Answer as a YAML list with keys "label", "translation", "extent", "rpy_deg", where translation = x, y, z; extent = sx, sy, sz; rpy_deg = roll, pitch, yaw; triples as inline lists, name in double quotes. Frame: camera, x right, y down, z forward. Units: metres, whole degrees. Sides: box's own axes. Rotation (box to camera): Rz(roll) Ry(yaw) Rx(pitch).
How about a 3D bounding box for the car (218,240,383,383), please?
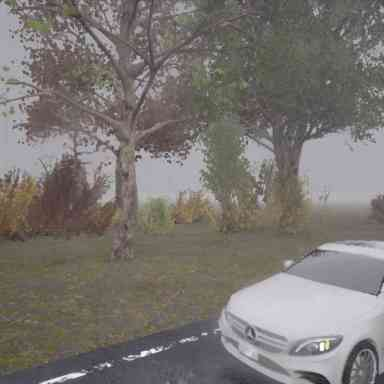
- label: "car"
  translation: [2.558, 1.526, 5.075]
  extent: [4.674, 1.442, 1.812]
  rpy_deg: [0, 0, -34]
